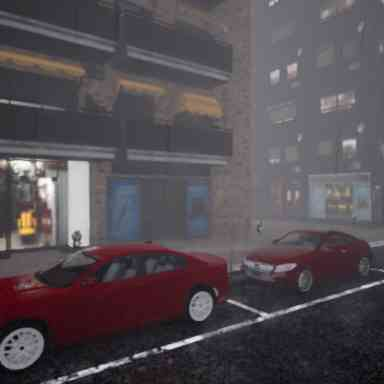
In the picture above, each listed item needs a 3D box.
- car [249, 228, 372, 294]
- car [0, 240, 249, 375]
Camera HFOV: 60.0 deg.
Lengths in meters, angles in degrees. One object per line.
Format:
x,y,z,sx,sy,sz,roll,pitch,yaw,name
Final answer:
3.182,1.646,8.845,4.206,1.307,1.802,1,-1,-36,car
-1.377,1.562,5.592,4.507,1.381,1.887,1,-1,-36,car
